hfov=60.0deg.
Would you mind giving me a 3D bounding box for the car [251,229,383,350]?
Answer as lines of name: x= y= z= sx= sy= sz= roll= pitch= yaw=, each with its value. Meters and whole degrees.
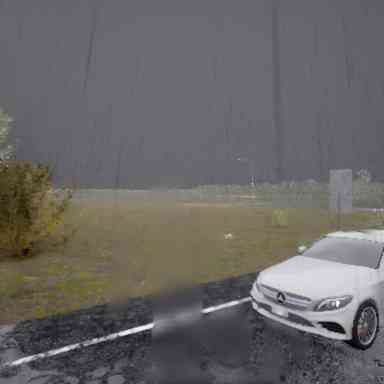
car: x=3.188 y=1.476 z=6.264 sx=4.674 sy=1.442 sz=1.812 roll=0 pitch=0 yaw=-35
